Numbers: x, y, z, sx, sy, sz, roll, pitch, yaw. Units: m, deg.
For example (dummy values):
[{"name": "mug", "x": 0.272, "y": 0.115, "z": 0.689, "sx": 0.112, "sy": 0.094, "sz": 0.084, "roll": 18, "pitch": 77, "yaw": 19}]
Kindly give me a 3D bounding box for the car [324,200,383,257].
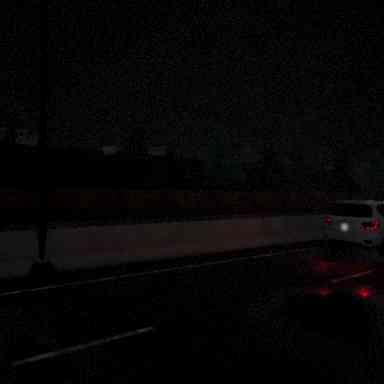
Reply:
[{"name": "car", "x": 7.755, "y": 1.347, "z": 13.704, "sx": 5.566, "sy": 2.045, "sz": 2.150, "roll": 0, "pitch": 0, "yaw": -35}]
